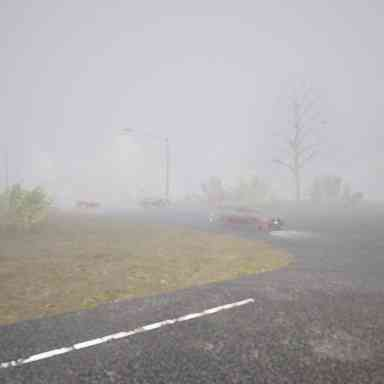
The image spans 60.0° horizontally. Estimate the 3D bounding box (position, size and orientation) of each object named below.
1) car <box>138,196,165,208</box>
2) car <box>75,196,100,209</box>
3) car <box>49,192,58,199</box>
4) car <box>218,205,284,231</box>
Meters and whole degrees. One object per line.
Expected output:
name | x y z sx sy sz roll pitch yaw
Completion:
car | -5.348 1.337 43.565 1.837 1.490 4.892 0 0 -37
car | -13.396 1.298 42.595 1.882 1.535 5.008 0 0 -37
car | -34.879 0.895 82.456 2.097 1.767 4.553 0 0 -37
car | 3.527 1.517 20.309 1.994 1.385 4.181 0 0 -37
